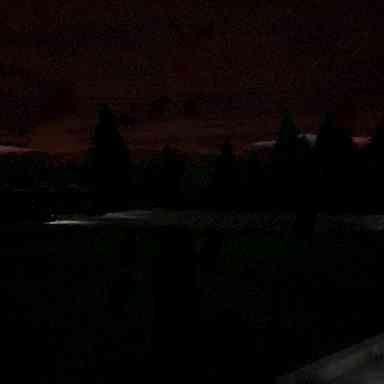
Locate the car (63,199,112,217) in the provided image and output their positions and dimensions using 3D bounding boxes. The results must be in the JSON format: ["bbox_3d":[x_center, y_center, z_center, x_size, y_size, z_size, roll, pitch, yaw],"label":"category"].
[{"bbox_3d":[-10.704,1.548,32.196,5.008,1.535,1.882,0,0,7],"label":"car"}]

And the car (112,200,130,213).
[{"bbox_3d":[-9.863,1.593,39.145,5.008,1.535,1.882,0,0,7],"label":"car"}]

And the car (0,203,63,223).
[{"bbox_3d":[-12.509,1.582,25.363,4.181,1.385,1.994,0,0,7],"label":"car"}]

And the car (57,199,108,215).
[{"bbox_3d":[-11.792,1.585,35.852,4.892,1.490,1.837,1,0,7],"label":"car"}]
